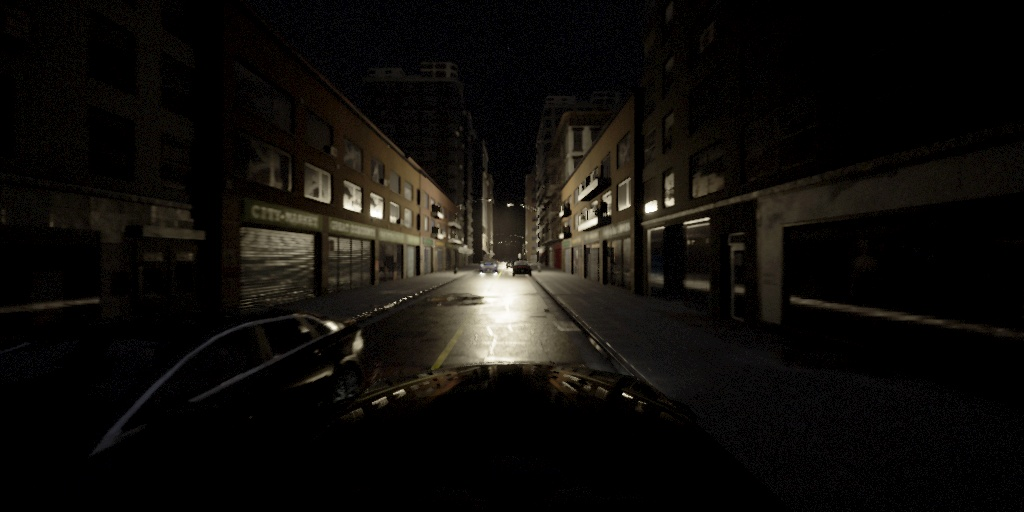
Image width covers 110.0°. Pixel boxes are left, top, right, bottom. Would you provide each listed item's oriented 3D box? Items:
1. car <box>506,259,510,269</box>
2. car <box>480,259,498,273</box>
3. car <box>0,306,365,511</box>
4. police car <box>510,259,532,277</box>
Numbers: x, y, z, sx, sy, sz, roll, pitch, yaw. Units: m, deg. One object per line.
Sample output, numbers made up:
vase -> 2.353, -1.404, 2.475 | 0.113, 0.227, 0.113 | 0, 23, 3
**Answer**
car -> 0.032, 1.380, 55.715 | 1.895, 1.301, 4.718 | 0, 0, 0
car -> -2.806, 1.120, 44.853 | 2.097, 1.767, 4.553 | 0, 0, 0
car -> -2.849, 1.241, 2.803 | 2.128, 1.511, 4.902 | 0, 0, 0
police car -> 0.982, 1.188, 36.172 | 1.930, 1.638, 5.238 | 0, 0, 0
